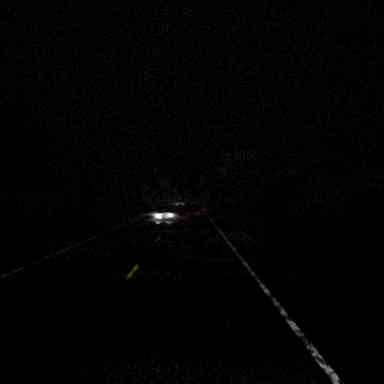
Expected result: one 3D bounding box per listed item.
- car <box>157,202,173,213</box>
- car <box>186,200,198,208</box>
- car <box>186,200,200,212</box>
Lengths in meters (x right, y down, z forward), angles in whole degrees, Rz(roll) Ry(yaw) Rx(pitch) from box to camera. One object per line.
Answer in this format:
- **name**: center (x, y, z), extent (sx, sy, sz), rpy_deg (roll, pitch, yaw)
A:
- **car**: center (-3.581, 2.049, 44.281), extent (1.895, 1.301, 4.718), rpy_deg (0, -1, 0)
- **car**: center (0.008, 2.156, 60.511), extent (2.033, 1.411, 5.357), rpy_deg (0, -1, 0)
- **car**: center (0.108, 2.003, 47.249), extent (1.812, 1.442, 4.674), rpy_deg (0, 0, 0)
